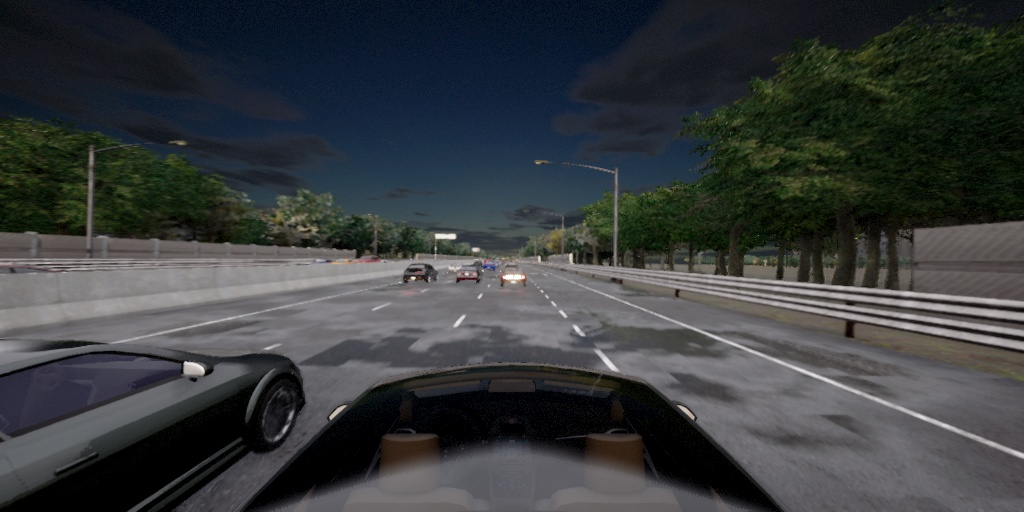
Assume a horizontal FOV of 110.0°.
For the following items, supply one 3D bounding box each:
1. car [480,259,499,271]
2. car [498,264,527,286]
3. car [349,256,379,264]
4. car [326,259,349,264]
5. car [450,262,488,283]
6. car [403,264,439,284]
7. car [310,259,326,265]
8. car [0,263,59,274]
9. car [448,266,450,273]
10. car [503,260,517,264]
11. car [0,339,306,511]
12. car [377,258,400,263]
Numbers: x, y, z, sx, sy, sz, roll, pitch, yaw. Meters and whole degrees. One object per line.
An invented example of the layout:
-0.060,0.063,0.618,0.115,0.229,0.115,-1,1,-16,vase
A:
-3.500,1.595,56.436,1.882,1.535,5.008,1,-1,0,car
0.101,1.537,27.442,1.895,1.301,4.718,1,0,0,car
-21.018,1.004,52.325,2.150,2.045,5.566,1,-1,0,car
-24.522,1.201,52.344,1.882,1.535,5.008,1,0,0,car
-3.407,1.439,29.436,2.033,1.411,5.357,1,0,0,car
-6.899,1.324,27.464,1.837,1.490,4.892,1,0,0,car
-28.010,1.197,53.149,1.812,1.442,4.674,1,0,0,car
-17.451,0.999,11.724,1.882,1.535,5.008,1,-1,0,car
-6.965,1.572,46.453,1.895,1.301,4.718,1,0,0,car
0.013,1.620,52.426,1.882,1.535,5.008,1,-1,0,car
-3.371,1.262,2.452,1.994,1.385,4.181,1,0,0,car
-17.533,1.346,52.399,1.837,1.490,4.892,1,0,0,car
